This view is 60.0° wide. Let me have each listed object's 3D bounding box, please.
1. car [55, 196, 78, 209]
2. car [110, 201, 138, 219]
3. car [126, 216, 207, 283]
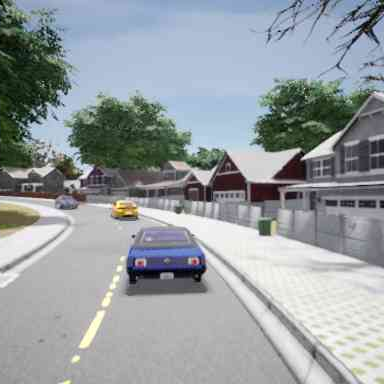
[{"bbox_3d":[-16.214,1.257,42.969,2.097,1.767,4.553,1,0,-34],"label":"car"},{"bbox_3d":[-6.012,1.506,29.232,1.882,1.535,5.008,0,0,-21],"label":"car"},{"bbox_3d":[-0.839,1.638,9.820,1.895,1.301,4.718,0,0,-7],"label":"car"}]
